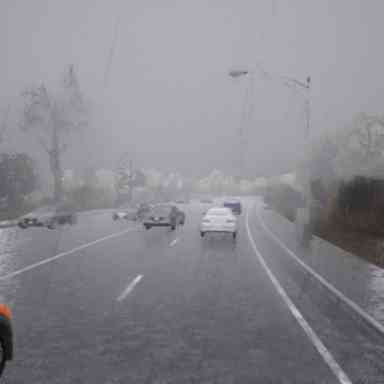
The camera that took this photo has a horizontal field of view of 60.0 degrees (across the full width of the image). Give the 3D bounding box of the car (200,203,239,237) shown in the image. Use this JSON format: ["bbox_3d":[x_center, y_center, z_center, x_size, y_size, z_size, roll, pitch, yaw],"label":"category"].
[{"bbox_3d":[1.522,1.551,18.191,1.812,1.442,4.674,0,0,7],"label":"car"}]

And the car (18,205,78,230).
[{"bbox_3d":[-8.917,1.544,20.881,1.994,1.385,4.181,0,0,8],"label":"car"}]

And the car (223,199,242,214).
[{"bbox_3d":[4.346,1.531,35.884,1.882,1.535,5.008,0,0,10],"label":"car"}]

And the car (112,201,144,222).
[{"bbox_3d":[-4.634,1.495,26.094,2.128,1.511,4.902,0,0,9],"label":"car"}]

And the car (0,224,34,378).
[{"bbox_3d":[-3.246,1.342,2.228,2.097,1.767,4.553,0,0,1],"label":"car"}]

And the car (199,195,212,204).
[{"bbox_3d":[2.758,1.420,66.113,2.097,1.767,4.553,0,0,11],"label":"car"}]

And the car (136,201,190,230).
[{"bbox_3d":[-1.639,1.561,21.150,2.033,1.411,5.357,0,0,8],"label":"car"}]

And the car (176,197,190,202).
[{"bbox_3d":[-1.693,1.589,61.433,2.033,1.411,5.357,0,0,11],"label":"car"}]
